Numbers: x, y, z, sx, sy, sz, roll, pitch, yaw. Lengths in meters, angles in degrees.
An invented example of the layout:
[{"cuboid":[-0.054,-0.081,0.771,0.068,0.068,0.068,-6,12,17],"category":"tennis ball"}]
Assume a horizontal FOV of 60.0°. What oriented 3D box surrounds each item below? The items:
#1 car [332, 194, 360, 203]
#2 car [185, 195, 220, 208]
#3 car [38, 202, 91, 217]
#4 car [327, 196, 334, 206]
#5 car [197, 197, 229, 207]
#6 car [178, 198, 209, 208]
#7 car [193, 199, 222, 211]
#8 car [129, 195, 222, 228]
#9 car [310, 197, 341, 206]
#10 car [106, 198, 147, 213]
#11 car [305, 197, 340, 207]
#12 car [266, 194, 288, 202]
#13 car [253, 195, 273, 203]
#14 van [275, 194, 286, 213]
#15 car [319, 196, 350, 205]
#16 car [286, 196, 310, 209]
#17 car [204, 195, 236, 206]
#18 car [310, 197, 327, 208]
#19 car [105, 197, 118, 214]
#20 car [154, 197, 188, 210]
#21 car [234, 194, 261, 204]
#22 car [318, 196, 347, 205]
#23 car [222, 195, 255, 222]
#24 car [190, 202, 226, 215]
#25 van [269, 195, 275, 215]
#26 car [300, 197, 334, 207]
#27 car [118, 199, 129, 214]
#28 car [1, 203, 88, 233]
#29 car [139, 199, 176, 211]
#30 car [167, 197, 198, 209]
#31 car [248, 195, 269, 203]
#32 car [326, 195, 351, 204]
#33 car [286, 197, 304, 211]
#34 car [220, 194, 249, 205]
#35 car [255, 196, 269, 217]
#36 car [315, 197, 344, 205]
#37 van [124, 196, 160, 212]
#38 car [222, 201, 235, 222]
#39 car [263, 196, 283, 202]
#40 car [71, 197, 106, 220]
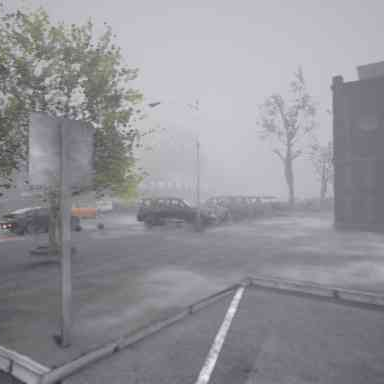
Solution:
[{"cuboid":[35.527,1.419,76.779,5.566,2.045,2.435,0,0,14],"category":"car"},{"cuboid":[1.871,1.587,57.515,5.566,2.045,2.435,-1,-1,14],"category":"car"},{"cuboid":[-13.415,1.852,35.006,4.792,1.488,2.163,-1,-1,14],"category":"car"},{"cuboid":[19.042,1.657,52.274,5.366,1.575,1.946,0,0,14],"category":"car"},{"cuboid":[3.785,1.831,59.963,5.366,1.575,1.946,-1,-1,14],"category":"car"},{"cuboid":[0.236,1.865,54.997,4.792,1.488,2.163,-1,-1,14],"category":"car"},{"cuboid":[2.272,1.764,47.479,1.882,1.535,5.008,-1,-1,34],"category":"car"},{"cuboid":[-1.073,1.389,22.950,5.566,2.045,2.435,0,0,14],"category":"car"},{"cuboid":[23.855,1.662,59.659,5.008,1.535,2.097,0,0,14],"category":"car"},{"cuboid":[-8.323,1.703,42.527,4.553,1.767,2.185,-1,-1,14],"category":"car"},{"cuboid":[22.370,1.659,57.167,5.366,1.575,1.946,0,0,14],"category":"car"},{"cuboid":[22.261,1.600,87.500,5.566,2.045,2.435,-1,-1,14],"category":"car"},{"cuboid":[17.164,1.722,80.013,4.553,1.767,2.185,-1,-1,14],"category":"car"},{"cuboid":[7.333,1.425,35.156,4.442,1.987,1.878,0,0,14],"category":"van"},{"cuboid":[28.664,1.662,67.029,5.366,1.575,1.946,0,0,14],"category":"car"},{"cuboid":[12.237,1.529,42.514,4.553,1.767,2.185,0,0,14],"category":"car"},{"cuboid":[5.329,1.587,62.496,5.566,2.045,2.435,-1,-1,14],"category":"car"},{"cuboid":[17.170,1.688,49.863,4.792,1.488,2.163,0,0,14],"category":"car"},{"cuboid":[-11.721,1.573,37.512,5.566,2.045,2.435,-1,-1,14],"category":"car"},{"cuboid":[-3.164,1.707,49.989,4.553,1.767,2.185,-1,-1,14],"category":"car"},{"cuboid":[12.123,1.592,72.502,5.566,2.045,2.435,-1,-1,14],"category":"car"},{"cuboid":[27.185,1.666,64.548,4.892,1.521,2.231,0,0,14],"category":"car"},{"cuboid":[2.198,1.393,27.841,5.566,2.045,2.435,0,0,14],"category":"car"},{"cuboid":[1.864,1.826,37.800,1.895,1.301,4.718,-1,0,34],"category":"car"},{"cuboid":[5.668,1.423,32.709,4.442,1.987,1.878,0,0,14],"category":"van"},{"cuboid":[20.523,1.660,54.754,5.008,1.535,2.097,0,0,14],"category":"car"},{"cuboid":[-9.967,1.574,40.019,5.566,2.045,2.435,-1,-1,14],"category":"car"},{"cuboid":[-9.340,1.714,21.004,1.837,1.490,4.892,-2,-1,31],"category":"car"},{"cuboid":[-4.897,1.833,47.515,4.892,1.521,2.231,-1,-1,14],"category":"car"},{"cuboid":[-1.468,1.708,52.499,4.553,1.767,2.185,-1,-1,14],"category":"car"},{"cuboid":[15.467,1.721,77.507,4.553,1.767,2.185,-1,-1,14],"category":"car"},{"cuboid":[30.538,1.541,69.428,4.553,1.767,2.185,0,0,14],"category":"car"},{"cuboid":[10.540,1.654,40.070,4.892,1.521,2.231,0,0,14],"category":"car"},{"cuboid":[8.666,1.591,67.516,5.566,2.045,2.435,-1,-1,14],"category":"car"},{"cuboid":[3.863,1.395,30.288,5.566,2.045,2.435,0,0,14],"category":"car"},{"cuboid":[25.545,1.693,62.097,4.792,1.488,2.163,0,0,14],"category":"car"},{"cuboid":[-6.710,1.607,45.038,4.442,1.987,1.878,-1,-1,14],"category":"van"},{"cuboid":[0.536,1.671,25.384,4.792,1.488,2.163,0,0,14],"category":"car"},{"cuboid":[20.589,1.850,85.003,4.892,1.521,2.231,-1,-1,14],"category":"car"},{"cuboid":[-10.250,1.623,29.211,2.097,1.767,4.553,-1,0,34],"category":"car"}]
